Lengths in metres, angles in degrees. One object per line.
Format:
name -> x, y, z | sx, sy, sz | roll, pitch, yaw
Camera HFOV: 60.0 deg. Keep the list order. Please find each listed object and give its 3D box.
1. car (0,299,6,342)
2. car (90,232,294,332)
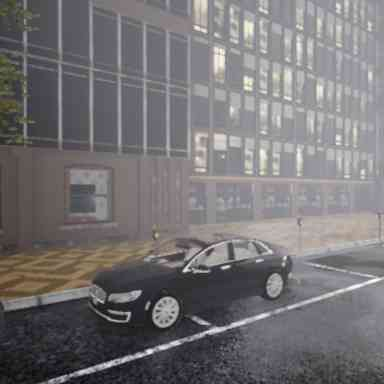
car -> -4.433, 1.554, 3.399 | 4.403, 1.369, 2.008 | 0, 0, -35
car -> 0.202, 1.544, 6.704 | 4.403, 1.369, 2.008 | 0, 0, -35
